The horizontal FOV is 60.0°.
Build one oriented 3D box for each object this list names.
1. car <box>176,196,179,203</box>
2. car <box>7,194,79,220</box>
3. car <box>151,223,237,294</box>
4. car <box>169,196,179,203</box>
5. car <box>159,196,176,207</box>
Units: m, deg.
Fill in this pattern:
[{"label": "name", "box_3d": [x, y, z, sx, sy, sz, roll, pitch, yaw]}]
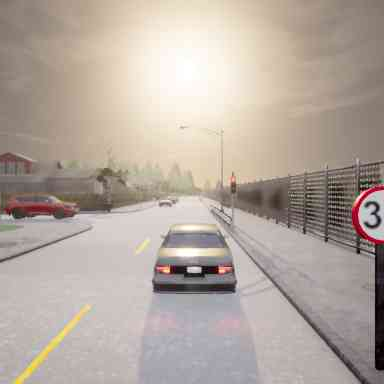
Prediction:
[{"label": "car", "box_3d": [-3.979, 1.478, 61.606, 1.882, 1.535, 5.008, 0, 0, 0]}, {"label": "car", "box_3d": [-12.267, 1.221, 27.495, 5.566, 2.045, 2.150, 0, 0, 2]}, {"label": "car", "box_3d": [0.066, 1.547, 8.921, 2.033, 1.411, 5.357, 0, 0, 1]}, {"label": "car", "box_3d": [-3.901, 1.553, 71.610, 1.994, 1.385, 4.181, 0, 0, 0]}, {"label": "car", "box_3d": [-4.025, 1.547, 51.761, 2.033, 1.411, 5.357, 0, 0, 0]}]
